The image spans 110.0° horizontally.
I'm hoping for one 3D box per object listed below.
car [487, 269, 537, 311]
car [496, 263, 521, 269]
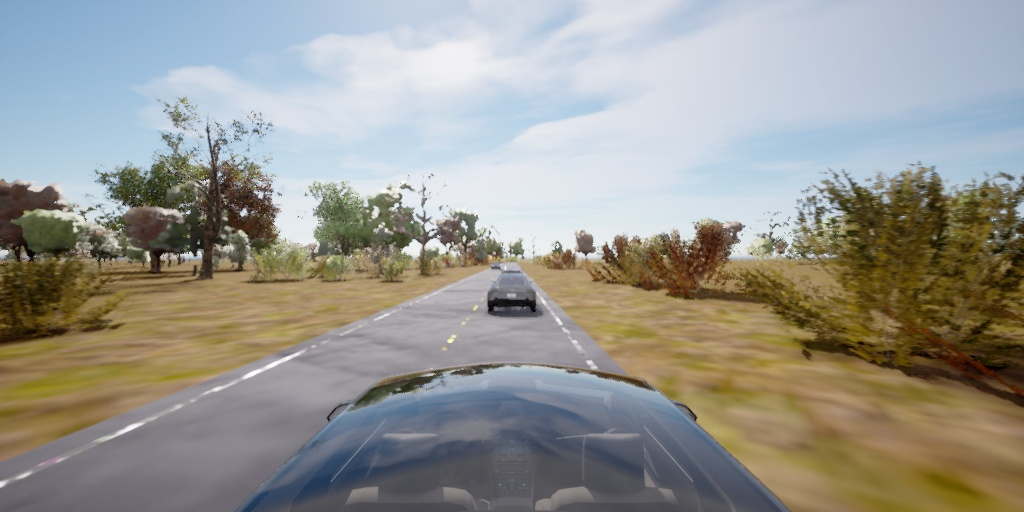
[{"bbox_3d":[0.020,1.455,15.398,1.994,1.385,4.181,0,-1,1],"label":"car"},{"bbox_3d":[0.021,1.536,30.337,2.128,1.511,4.902,0,0,1],"label":"car"}]
